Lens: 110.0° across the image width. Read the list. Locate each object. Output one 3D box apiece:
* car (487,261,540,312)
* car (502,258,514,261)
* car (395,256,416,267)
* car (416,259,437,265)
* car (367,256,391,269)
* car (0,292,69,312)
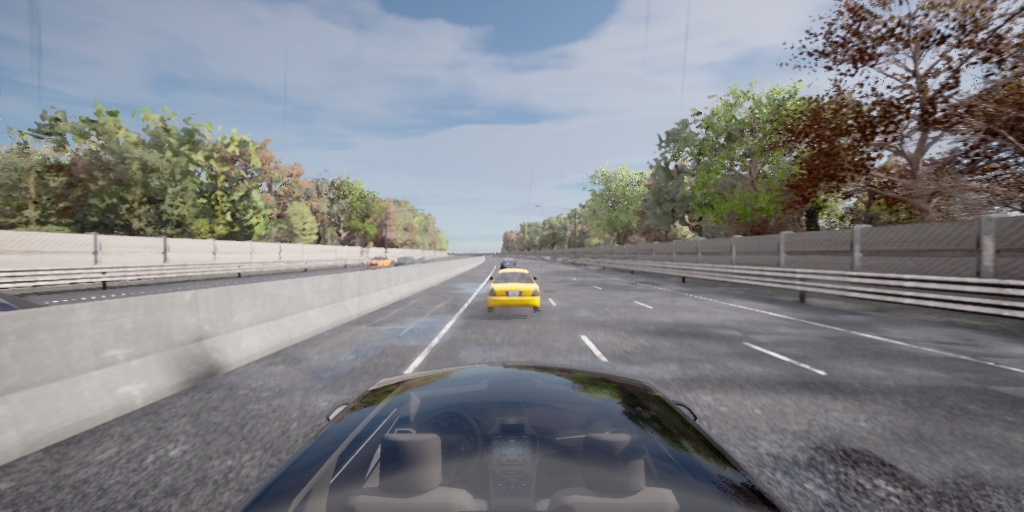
[{"bbox_3d":[0.045,1.141,13.794,1.801,1.575,5.366,0,0,0],"label":"car"},{"bbox_3d":[-0.501,1.012,46.681,2.163,1.488,4.792,0,0,-1],"label":"car"},{"bbox_3d":[-14.752,0.840,50.118,2.097,1.767,4.553,0,0,-1],"label":"car"},{"bbox_3d":[-11.230,1.059,48.887,1.994,1.385,4.181,0,0,-1],"label":"car"},{"bbox_3d":[-18.233,0.845,49.284,2.097,1.767,4.553,0,0,-1],"label":"car"},{"bbox_3d":[-10.613,1.330,6.167,1.895,1.301,4.718,0,0,0],"label":"car"}]
